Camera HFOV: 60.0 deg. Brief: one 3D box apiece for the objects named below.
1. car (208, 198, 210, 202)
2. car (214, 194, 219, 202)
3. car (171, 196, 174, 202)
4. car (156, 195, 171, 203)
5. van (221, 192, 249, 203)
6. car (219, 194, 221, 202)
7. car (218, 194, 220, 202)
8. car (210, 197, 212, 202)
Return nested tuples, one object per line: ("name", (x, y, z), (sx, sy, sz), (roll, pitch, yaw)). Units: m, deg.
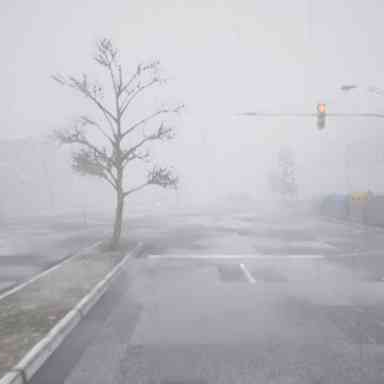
("car", (8.315, 1.685, 93.146), (5.566, 2.045, 2.435), (1, -2, -20))
("car", (8.059, 1.430, 69.242), (5.366, 1.575, 1.946), (1, -1, -20))
("car", (-5.682, 1.821, 86.352), (1.812, 1.442, 4.674), (0, -1, 0))
("car", (-5.723, 1.337, 62.933), (2.128, 1.511, 4.902), (0, 0, 0))
("van", (8.105, 1.025, 60.336), (4.442, 1.987, 1.878), (1, -1, -20))
("car", (8.213, 1.354, 63.354), (4.674, 1.452, 2.002), (1, -2, -20))
("car", (8.228, 1.415, 66.327), (4.674, 1.452, 2.002), (1, -1, -20))
("car", (8.286, 1.868, 90.150), (5.008, 1.535, 2.097), (1, -1, -20))
